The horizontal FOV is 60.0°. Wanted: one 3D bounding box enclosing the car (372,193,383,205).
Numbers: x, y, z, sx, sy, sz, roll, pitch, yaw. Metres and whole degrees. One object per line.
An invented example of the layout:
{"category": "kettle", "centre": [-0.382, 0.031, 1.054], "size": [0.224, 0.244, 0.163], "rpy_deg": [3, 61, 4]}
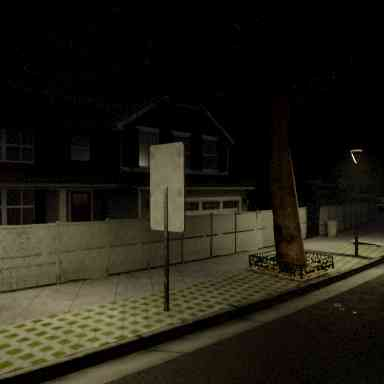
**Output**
{"category": "car", "centre": [33.397, 1.224, 58.191], "size": [2.150, 2.045, 5.566], "rpy_deg": [0, -1, 11]}
